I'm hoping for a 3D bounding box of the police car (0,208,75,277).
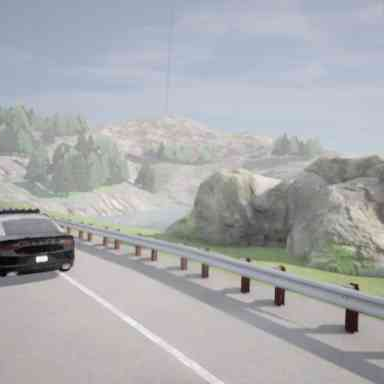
[{"bbox_3d":[-5.072,1.295,9.655,1.930,1.638,5.238,0,1,-39],"label":"police car"}]
